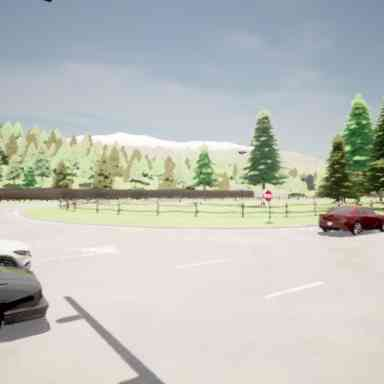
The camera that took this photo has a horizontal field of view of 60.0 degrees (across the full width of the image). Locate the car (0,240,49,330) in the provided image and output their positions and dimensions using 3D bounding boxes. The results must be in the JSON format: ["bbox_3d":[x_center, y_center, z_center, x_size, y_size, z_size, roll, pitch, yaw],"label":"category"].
[{"bbox_3d":[-4.944,1.543,4.520,5.357,1.411,2.033,0,0,-35],"label":"car"}]

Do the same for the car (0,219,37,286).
[{"bbox_3d":[-6.351,1.523,7.815,4.674,1.442,1.812,0,0,-35],"label":"car"}]

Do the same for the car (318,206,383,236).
[{"bbox_3d":[9.256,1.528,18.943,5.008,1.535,1.882,0,0,-35],"label":"car"}]
